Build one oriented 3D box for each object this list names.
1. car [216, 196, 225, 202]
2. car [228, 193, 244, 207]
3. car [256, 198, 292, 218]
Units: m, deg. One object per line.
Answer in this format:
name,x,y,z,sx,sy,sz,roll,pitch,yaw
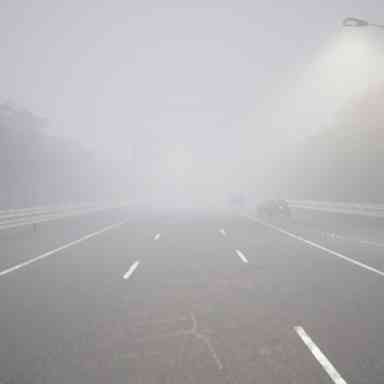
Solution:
car,7.107,1.632,82.715,1.882,1.535,5.008,0,-1,0
car,7.016,1.245,53.424,2.150,2.045,5.566,0,0,0
car,7.407,1.373,30.505,2.097,1.767,4.553,0,0,-4
